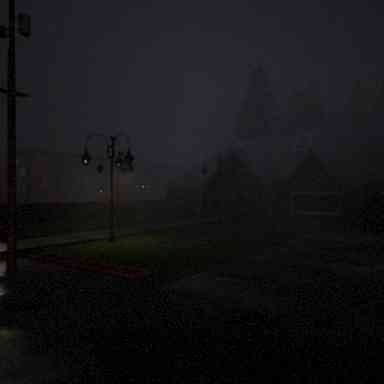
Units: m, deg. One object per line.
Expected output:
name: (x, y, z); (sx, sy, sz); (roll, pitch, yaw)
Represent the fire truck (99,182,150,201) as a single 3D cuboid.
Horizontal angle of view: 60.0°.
fire truck: (-10.368, 0.369, 52.158); (2.891, 3.827, 8.468); (0, 0, 36)
